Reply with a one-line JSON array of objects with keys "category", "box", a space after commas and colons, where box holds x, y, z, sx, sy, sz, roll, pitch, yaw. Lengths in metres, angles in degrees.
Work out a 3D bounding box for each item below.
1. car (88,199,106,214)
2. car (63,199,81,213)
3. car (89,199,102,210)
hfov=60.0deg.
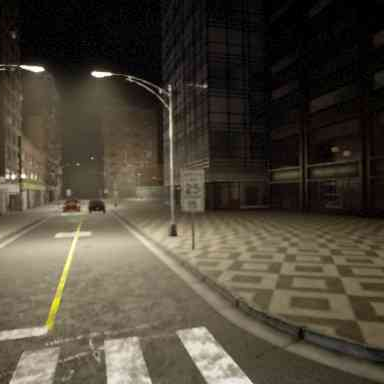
[{"category": "car", "box": [-11.546, 1.752, 40.481, 1.882, 1.535, 5.008, -1, 0, -16]}, {"category": "car", "box": [-15.699, 1.699, 43.595, 2.097, 1.767, 4.553, -1, 0, -17]}, {"category": "car", "box": [-14.658, 1.833, 50.419, 1.812, 1.442, 4.674, -1, 0, -17]}]
